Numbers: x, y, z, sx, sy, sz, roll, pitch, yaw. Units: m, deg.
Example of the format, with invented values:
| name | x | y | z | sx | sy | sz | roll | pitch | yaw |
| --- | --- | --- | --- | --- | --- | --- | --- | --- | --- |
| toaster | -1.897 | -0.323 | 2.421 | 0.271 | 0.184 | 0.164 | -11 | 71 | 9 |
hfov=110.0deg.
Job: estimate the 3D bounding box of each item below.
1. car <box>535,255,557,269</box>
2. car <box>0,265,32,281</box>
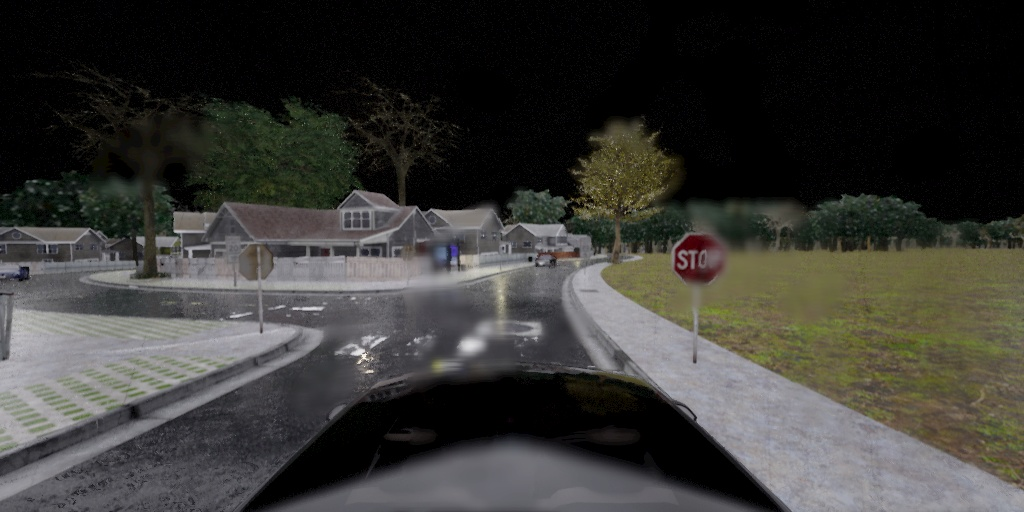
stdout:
| name | x | y | z | sx | sy | sz | roll | pitch | yaw |
| --- | --- | --- | --- | --- | --- | --- | --- | --- | --- |
| car | 4.057 | 0.648 | 42.546 | 2.128 | 1.511 | 4.902 | 1 | 1 | 18 |
| car | -45.356 | 1.556 | 32.330 | 4.674 | 1.442 | 1.812 | 0 | 2 | 42 |
